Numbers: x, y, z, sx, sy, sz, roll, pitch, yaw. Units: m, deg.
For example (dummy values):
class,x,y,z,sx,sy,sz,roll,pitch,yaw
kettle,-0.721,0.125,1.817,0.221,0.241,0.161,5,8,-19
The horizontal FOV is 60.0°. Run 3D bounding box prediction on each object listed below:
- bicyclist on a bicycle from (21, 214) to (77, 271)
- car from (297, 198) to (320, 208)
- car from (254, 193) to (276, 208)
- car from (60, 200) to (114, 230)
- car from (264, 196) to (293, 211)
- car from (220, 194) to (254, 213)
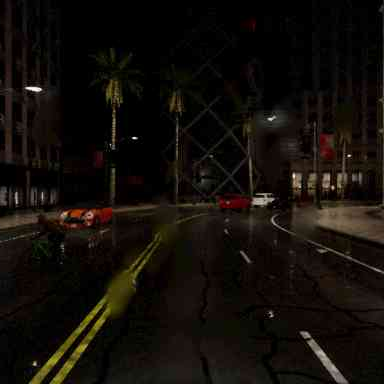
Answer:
class,x,y,z,sx,sy,sz,roll,pitch,yaw
bicyclist on a bicycle,-4.129,1.455,9.569,1.656,1.620,0.582,-2,0,1
car,16.555,1.564,46.944,4.181,1.385,1.994,0,0,-43
car,10.486,1.221,45.966,2.150,2.045,5.566,0,0,42
car,-6.556,1.351,21.171,2.097,1.767,4.553,0,0,4
car,10.683,1.526,40.079,1.812,1.442,4.674,0,0,32
car,4.866,1.221,36.984,2.150,2.045,5.566,0,0,25
